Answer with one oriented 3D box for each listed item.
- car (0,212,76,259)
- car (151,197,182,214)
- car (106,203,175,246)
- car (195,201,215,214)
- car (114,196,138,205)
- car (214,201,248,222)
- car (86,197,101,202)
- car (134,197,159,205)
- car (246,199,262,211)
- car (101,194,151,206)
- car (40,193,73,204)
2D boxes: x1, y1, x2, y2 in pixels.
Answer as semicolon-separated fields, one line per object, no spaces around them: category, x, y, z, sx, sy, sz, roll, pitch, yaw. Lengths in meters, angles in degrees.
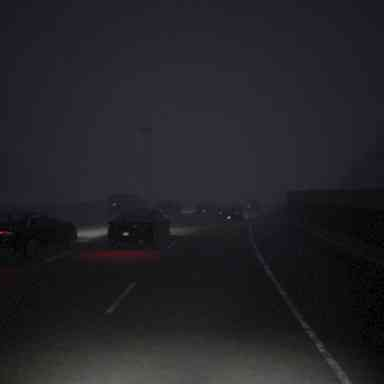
car;-6.115;1.487;12.632;2.128;1.511;4.902;0;0;6
car;-2.361;1.511;33.576;2.128;1.511;4.902;0;0;14
car;-2.289;1.484;15.418;1.882;1.535;5.008;0;0;7
car;1.817;1.631;35.692;1.895;1.301;4.718;0;0;16
car;-11.871;1.543;60.200;1.812;1.442;4.674;0;0;23
car;3.243;1.629;27.105;1.895;1.301;4.718;0;0;12
car;-16.629;1.568;57.814;1.994;1.385;4.181;0;0;22
car;-8.140;1.573;60.025;2.033;1.411;5.357;0;0;24
car;7.656;1.574;42.405;1.812;1.442;4.674;0;0;19
car;-6.300;1.231;32.356;2.150;2.045;5.566;0;0;14
car;-21.878;1.211;53.971;2.150;2.045;5.566;0;0;20
